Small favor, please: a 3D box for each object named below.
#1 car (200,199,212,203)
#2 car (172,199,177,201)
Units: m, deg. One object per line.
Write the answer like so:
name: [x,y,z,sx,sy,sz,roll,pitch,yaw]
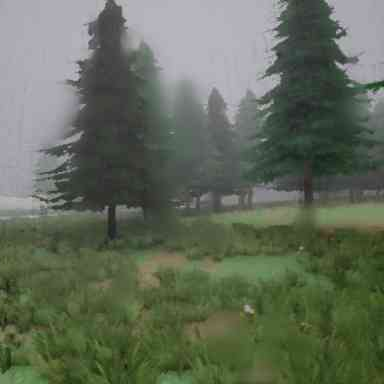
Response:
car: [2.269,1.996,62.293,1.882,1.535,5.008,-1,0,35]
car: [-4.320,1.904,58.486,2.097,1.767,4.553,-1,0,35]
